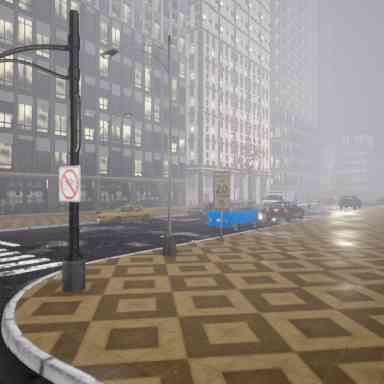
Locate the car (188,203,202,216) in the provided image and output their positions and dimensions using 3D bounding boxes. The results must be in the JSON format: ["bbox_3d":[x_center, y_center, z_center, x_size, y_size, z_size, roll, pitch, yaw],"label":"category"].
[{"bbox_3d":[1.368,1.604,31.706,1.802,1.307,4.206,0,0,38],"label":"car"}]

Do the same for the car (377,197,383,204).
[{"bbox_3d":[38.212,1.658,66.518,1.947,1.339,4.313,0,0,38],"label":"car"}]

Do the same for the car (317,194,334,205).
[{"bbox_3d":[25.175,1.380,62.530,2.192,1.841,5.009,0,0,38],"label":"car"}]

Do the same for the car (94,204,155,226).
[{"bbox_3d":[-4.752,1.540,23.993,1.752,1.417,4.829,0,0,38],"label":"car"}]

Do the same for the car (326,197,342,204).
[{"bbox_3d":[28.576,1.624,66.932,2.008,1.369,4.403,0,0,38],"label":"car"}]

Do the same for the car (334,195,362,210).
[{"bbox_3d":[21.208,1.368,44.502,2.192,1.841,5.009,0,0,38],"label":"car"}]

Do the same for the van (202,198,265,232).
[{"bbox_3d":[2.631,1.368,20.268,1.690,1.788,3.998,0,0,38],"label":"van"}]

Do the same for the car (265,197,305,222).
[{"bbox_3d":[7.605,1.472,26.889,1.967,1.590,4.097,0,0,38],"label":"car"}]

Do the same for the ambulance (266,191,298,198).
[{"bbox_3d":[10.242,1.062,38.996,2.351,2.431,6.366,0,0,38],"label":"ambulance"}]
